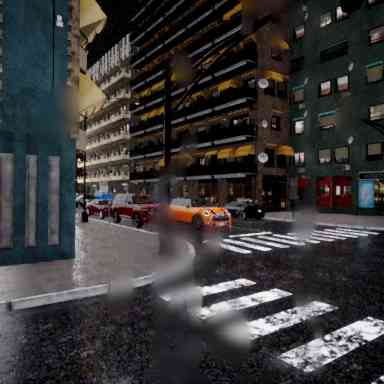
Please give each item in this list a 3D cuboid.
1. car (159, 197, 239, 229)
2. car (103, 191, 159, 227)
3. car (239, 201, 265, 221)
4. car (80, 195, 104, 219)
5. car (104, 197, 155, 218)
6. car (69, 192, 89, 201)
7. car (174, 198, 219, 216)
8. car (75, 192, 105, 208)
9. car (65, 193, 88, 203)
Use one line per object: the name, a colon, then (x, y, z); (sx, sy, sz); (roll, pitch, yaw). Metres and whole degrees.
car: (0.277, 1.127, 19.885); (2.097, 1.767, 4.553); (1, 0, -37)
car: (-3.235, 1.034, 20.302); (2.192, 1.841, 5.009); (2, 0, -36)
car: (3.569, 1.354, 25.183); (1.947, 1.339, 4.313); (2, 0, -36)
car: (-6.507, 1.183, 24.814); (1.887, 1.381, 4.507); (2, 0, -36)
car: (-5.321, 1.185, 27.576); (2.033, 1.411, 5.357); (1, 0, -36)
car: (-19.293, 0.770, 56.770); (1.887, 1.381, 4.507); (2, 0, -36)
car: (0.303, 1.289, 29.696); (1.802, 1.307, 4.206); (2, 0, -36)
car: (-11.202, 1.018, 35.712); (1.812, 1.442, 4.674); (1, 1, -36)
car: (-17.252, 0.870, 49.517); (1.994, 1.385, 4.181); (1, 0, -36)
